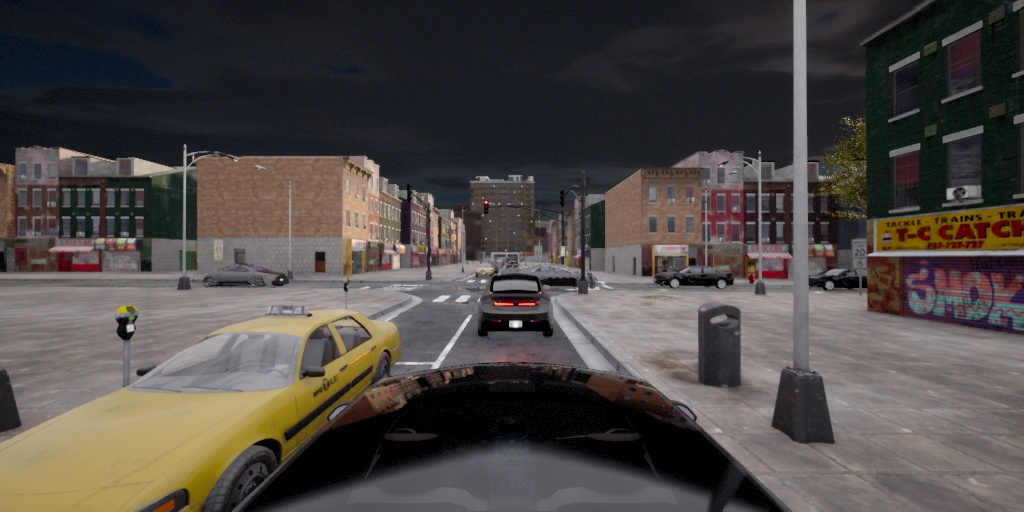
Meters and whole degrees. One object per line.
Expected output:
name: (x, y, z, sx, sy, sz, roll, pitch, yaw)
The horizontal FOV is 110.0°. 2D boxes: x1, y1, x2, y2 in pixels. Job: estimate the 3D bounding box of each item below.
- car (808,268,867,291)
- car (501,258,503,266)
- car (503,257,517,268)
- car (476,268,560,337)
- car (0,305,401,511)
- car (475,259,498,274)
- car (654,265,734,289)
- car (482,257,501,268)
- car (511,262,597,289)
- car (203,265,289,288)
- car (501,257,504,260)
car: (22.384, 1.546, 24.389, 5.008, 1.535, 1.882, 1, 0, -1)
car: (-2.707, 1.357, 52.417, 2.007, 1.370, 4.403, 0, 0, 0)
car: (0.026, 1.317, 54.816, 1.837, 1.490, 4.892, 0, 0, 0)
car: (0.084, 1.257, 10.342, 1.837, 1.490, 4.892, 0, 0, 0)
car: (-2.641, 1.276, 3.959, 1.751, 1.417, 4.829, 0, 0, 0)
car: (-2.684, 1.302, 35.916, 1.751, 1.417, 4.829, 0, 0, 0)
car: (12.255, 1.393, 24.326, 5.008, 1.535, 1.882, 1, 0, 0)
car: (-2.692, 1.100, 41.529, 2.192, 1.841, 5.009, 0, 0, 0)
car: (2.567, 1.279, 21.313, 4.902, 1.511, 2.128, 1, 0, 0)
car: (-15.629, 1.211, 21.195, 4.181, 1.385, 1.994, 0, 0, 0)
car: (-2.721, 1.358, 63.134, 1.751, 1.417, 4.829, 0, 0, 0)
